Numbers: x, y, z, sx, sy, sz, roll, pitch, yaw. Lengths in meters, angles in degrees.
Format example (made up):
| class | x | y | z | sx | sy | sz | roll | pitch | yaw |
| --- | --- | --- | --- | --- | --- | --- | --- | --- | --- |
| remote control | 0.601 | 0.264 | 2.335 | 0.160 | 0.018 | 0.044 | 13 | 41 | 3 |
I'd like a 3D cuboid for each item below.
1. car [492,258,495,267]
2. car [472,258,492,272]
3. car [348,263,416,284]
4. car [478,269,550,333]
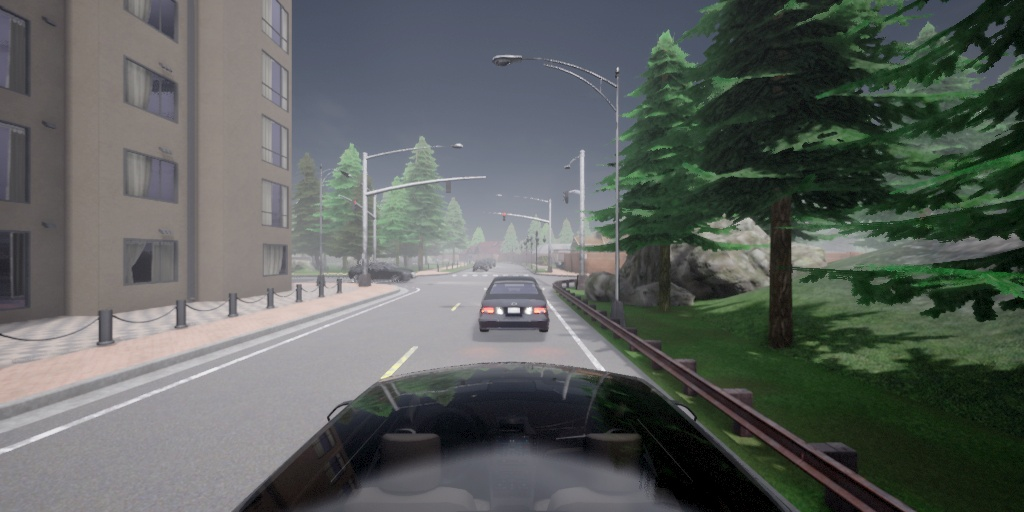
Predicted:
| class | x | y | z | sx | sy | sz | roll | pitch | yaw |
| --- | --- | --- | --- | --- | --- | --- | --- | --- | --- |
| car | -4.068 | 1.244 | 55.802 | 1.837 | 1.490 | 4.892 | 0 | 0 | 0 |
| car | -4.012 | 1.240 | 46.336 | 1.837 | 1.490 | 4.892 | 0 | 0 | 0 |
| car | -9.710 | 1.235 | 26.840 | 4.902 | 1.511 | 2.128 | 0 | 0 | 5 |
| car | 0.066 | 1.300 | 10.779 | 2.033 | 1.411 | 5.357 | 0 | 0 | 1 |
